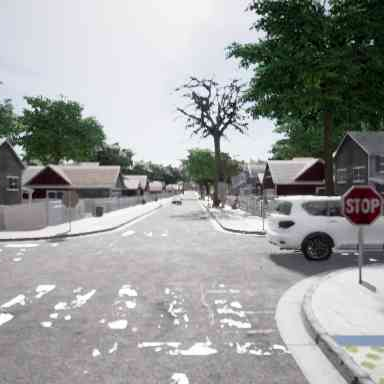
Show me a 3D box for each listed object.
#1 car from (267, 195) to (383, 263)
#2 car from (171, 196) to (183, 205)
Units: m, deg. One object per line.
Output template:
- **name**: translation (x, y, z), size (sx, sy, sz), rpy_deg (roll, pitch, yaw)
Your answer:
- **car**: translation (5.363, 1.131, 11.219), size (5.566, 2.045, 2.150), rpy_deg (-1, 0, 0)
- **car**: translation (-2.684, 1.516, 60.566), size (2.033, 1.411, 5.357), rpy_deg (0, 0, 0)
